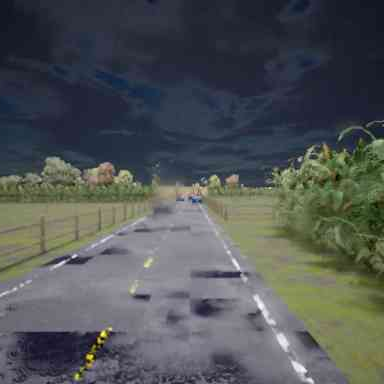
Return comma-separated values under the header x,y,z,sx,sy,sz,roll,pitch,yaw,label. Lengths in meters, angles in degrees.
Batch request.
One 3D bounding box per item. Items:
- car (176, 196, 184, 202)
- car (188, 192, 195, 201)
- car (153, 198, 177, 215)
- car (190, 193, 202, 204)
x,y,z,sx,sy,sz,roll,pitch,yaw,label
-2.753,1.555,74.308,1.895,1.301,4.718,0,0,0,car
-0.003,1.345,82.955,1.882,1.535,5.008,0,0,0,car
-2.848,1.621,33.805,1.895,1.301,4.718,0,0,0,car
0.960,1.499,64.081,1.882,1.535,5.008,0,0,0,car
